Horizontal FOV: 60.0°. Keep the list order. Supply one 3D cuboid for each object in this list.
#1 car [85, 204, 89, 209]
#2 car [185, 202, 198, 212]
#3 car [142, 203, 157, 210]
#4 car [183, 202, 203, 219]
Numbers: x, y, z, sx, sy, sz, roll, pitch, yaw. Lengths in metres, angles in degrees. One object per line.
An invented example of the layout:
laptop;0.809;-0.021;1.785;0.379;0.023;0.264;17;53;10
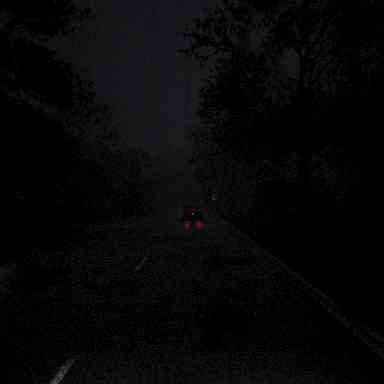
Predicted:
car;-23.811;2.964;68.791;4.902;1.511;2.128;0;-2;0
car;-0.114;2.406;53.392;1.882;1.535;5.008;0;-2;-3
car;-9.725;2.910;68.209;5.008;1.535;1.882;-1;-3;17
car;0.085;1.908;33.676;2.128;1.511;4.902;0;-1;0
